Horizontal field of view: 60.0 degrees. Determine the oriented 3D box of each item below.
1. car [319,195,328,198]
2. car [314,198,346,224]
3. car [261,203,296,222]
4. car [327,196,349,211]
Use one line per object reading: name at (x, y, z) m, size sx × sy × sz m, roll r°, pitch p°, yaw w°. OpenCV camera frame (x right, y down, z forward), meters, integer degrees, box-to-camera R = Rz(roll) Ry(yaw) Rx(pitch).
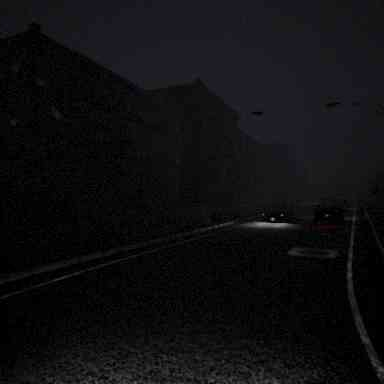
car at (25.574, 1.328, 64.102) m, size 1.882 × 1.535 × 5.008 m, roll -1°, pitch 0°, yaw 26°
car at (10.614, 1.511, 25.675) m, size 1.882 × 1.535 × 5.008 m, roll -1°, pitch 0°, yaw 26°
car at (7.152, 1.611, 27.027) m, size 2.033 × 1.411 × 5.357 m, roll -1°, pitch 0°, yaw 26°
car at (17.959, 1.509, 40.555) m, size 2.033 × 1.411 × 5.357 m, roll -1°, pitch 0°, yaw 26°
